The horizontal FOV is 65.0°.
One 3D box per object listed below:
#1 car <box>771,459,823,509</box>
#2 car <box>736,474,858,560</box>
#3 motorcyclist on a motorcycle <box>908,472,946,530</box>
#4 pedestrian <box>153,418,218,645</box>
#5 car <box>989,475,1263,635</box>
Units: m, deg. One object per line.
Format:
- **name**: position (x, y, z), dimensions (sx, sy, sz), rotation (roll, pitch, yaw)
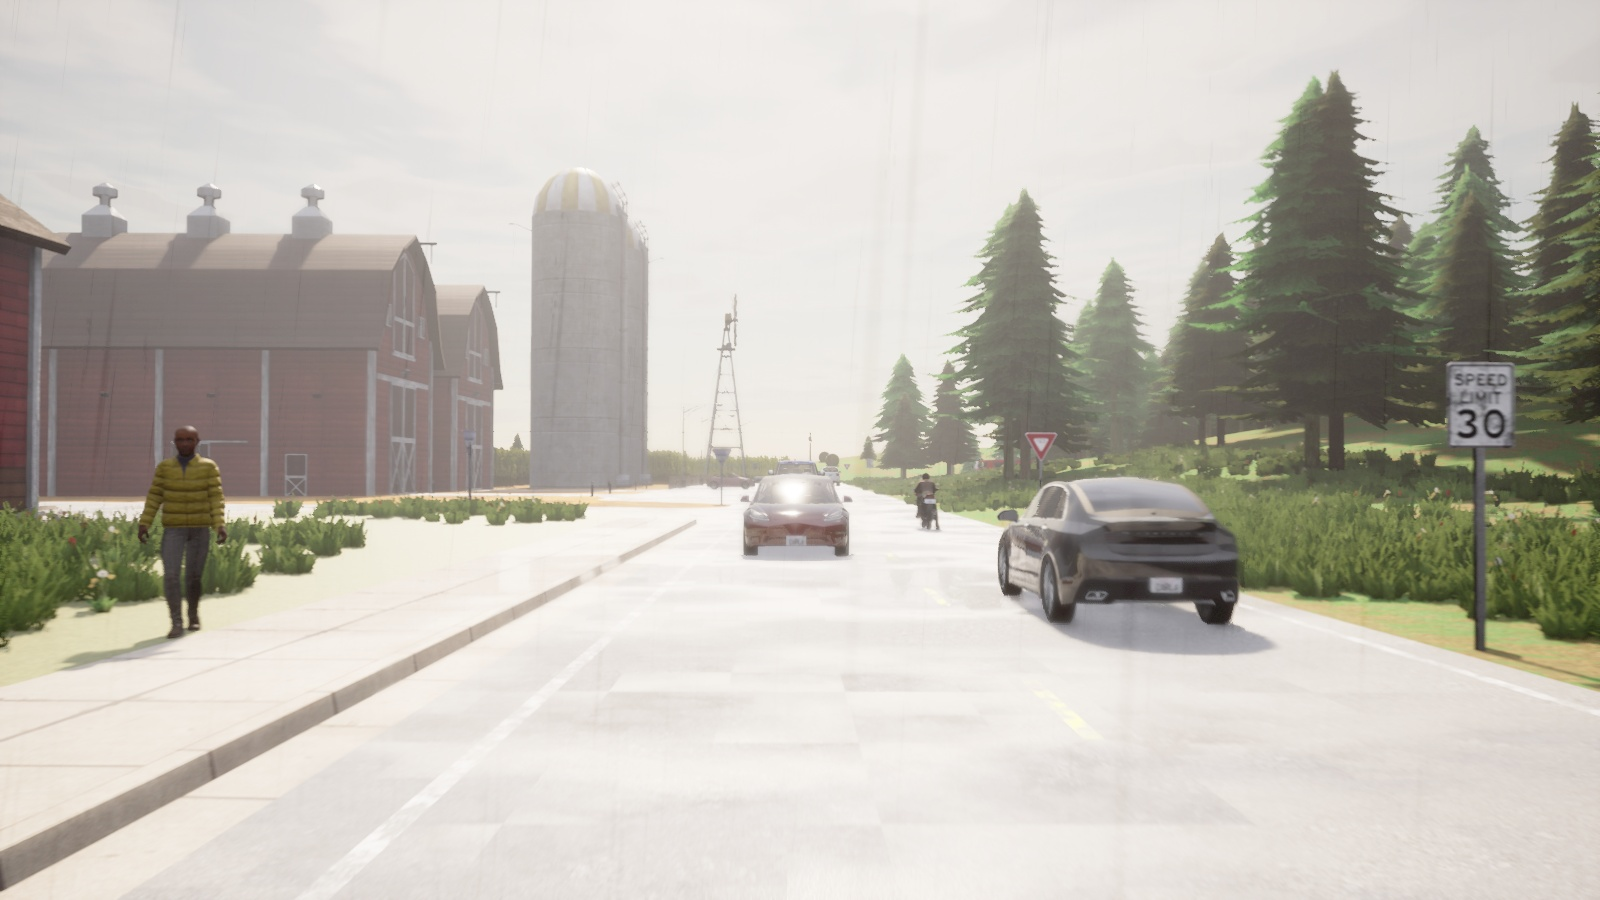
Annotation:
- **car**: position (-0.132, 1.445, 54.289), dimensions (2.150, 2.045, 5.566), rotation (0, -1, 0)
- **car**: position (-0.060, 1.226, 24.579), dimensions (2.163, 1.488, 4.792), rotation (0, -1, 0)
- **motorcyclist on a motorcycle**: position (3.418, 1.352, 33.968), dimensions (0.797, 1.523, 2.044), rotation (0, -1, 0)
- **pedestrian**: position (-5.174, 0.667, 10.592), dimensions (0.370, 1.835, 0.726), rotation (0, -1, -17)
- **car**: position (3.465, 1.046, 14.363), dimensions (1.837, 1.490, 4.892), rotation (0, -1, 0)
